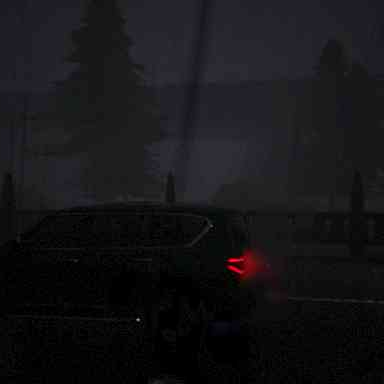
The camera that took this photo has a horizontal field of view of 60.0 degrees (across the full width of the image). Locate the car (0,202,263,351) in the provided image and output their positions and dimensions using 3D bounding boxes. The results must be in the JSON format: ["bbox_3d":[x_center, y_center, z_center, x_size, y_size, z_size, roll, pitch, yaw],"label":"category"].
[{"bbox_3d":[-1.585,1.214,5.930,5.566,2.045,2.150,0,0,8],"label":"car"}]
